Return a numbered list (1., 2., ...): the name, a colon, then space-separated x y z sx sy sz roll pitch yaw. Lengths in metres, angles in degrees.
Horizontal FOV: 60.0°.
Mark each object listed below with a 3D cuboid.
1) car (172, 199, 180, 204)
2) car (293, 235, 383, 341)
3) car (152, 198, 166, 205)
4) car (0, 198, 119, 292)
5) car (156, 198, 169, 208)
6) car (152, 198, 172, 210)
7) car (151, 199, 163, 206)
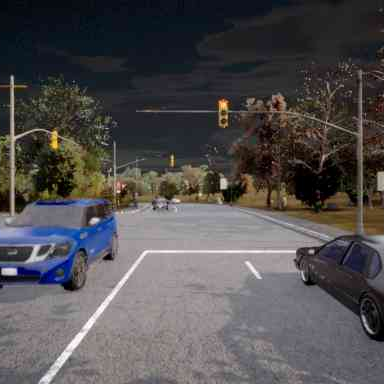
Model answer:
1. car: -4.416 2.364 83.277 1.812 1.442 4.674 0 -1 -22
2. car: 3.610 1.547 6.425 2.033 1.411 5.357 0 0 0
3. car: -8.285 2.353 83.477 1.882 1.535 5.008 0 -1 -25
4. car: -3.584 1.223 9.318 2.150 2.045 5.566 0 0 0
5. car: -4.893 1.719 54.455 1.882 1.535 5.008 0 -1 -7
6. car: -3.972 1.562 42.801 2.128 1.511 4.902 0 -1 -3
7. car: -7.250 2.129 69.060 1.994 1.385 4.181 0 -1 -13
